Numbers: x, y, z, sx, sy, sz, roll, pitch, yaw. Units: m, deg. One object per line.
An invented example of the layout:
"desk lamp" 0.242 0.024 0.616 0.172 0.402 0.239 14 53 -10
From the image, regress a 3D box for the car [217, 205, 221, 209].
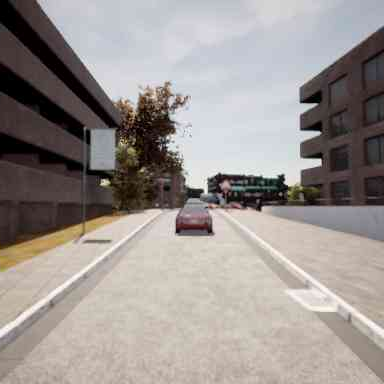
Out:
"car" 4.855 3.491 81.022 2.185 1.767 4.553 5 -5 -31

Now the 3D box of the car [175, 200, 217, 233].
"car" 0.099 1.374 18.395 1.994 1.385 4.181 0 1 0

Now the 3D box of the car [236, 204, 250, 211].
"car" 10.825 3.926 82.073 2.435 2.045 5.566 8 -5 -30

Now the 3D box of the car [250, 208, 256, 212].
"car" 13.658 4.475 82.764 1.946 1.575 5.366 7 -5 -30

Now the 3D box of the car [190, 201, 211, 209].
"car" 1.975 3.189 80.437 2.435 2.045 5.566 2 -4 -30

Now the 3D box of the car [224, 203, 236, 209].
"car" 7.828 3.750 81.517 2.185 1.767 4.553 7 -5 -30
